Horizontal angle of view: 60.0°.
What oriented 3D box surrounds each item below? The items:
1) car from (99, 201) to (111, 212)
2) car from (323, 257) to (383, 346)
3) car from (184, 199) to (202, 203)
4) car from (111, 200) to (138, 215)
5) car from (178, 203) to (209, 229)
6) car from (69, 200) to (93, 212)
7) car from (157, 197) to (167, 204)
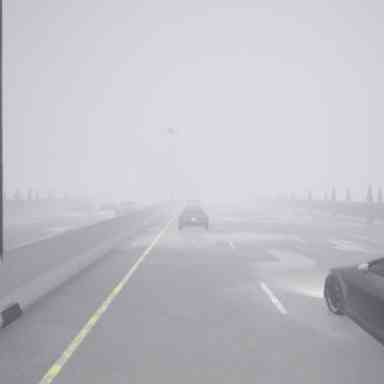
[{"bbox_3d":[-10.582,1.800,42.966,1.994,1.385,4.181,0,0,0],"label":"car"},{"bbox_3d":[3.600,1.591,4.937,1.994,1.385,4.181,0,0,0],"label":"car"},{"bbox_3d":[0.098,1.573,40.429,2.097,1.767,4.553,0,0,0],"label":"car"},{"bbox_3d":[-7.091,1.705,36.492,1.837,1.490,4.892,0,0,0],"label":"car"},{"bbox_3d":[0.101,1.688,22.648,1.994,1.385,4.181,0,0,0],"label":"car"},{"bbox_3d":[-14.082,1.726,42.566,2.128,1.511,4.902,0,0,0],"label":"car"},{"bbox_3d":[-6.974,1.945,77.832,2.128,1.511,4.902,0,0,0],"label":"car"}]
